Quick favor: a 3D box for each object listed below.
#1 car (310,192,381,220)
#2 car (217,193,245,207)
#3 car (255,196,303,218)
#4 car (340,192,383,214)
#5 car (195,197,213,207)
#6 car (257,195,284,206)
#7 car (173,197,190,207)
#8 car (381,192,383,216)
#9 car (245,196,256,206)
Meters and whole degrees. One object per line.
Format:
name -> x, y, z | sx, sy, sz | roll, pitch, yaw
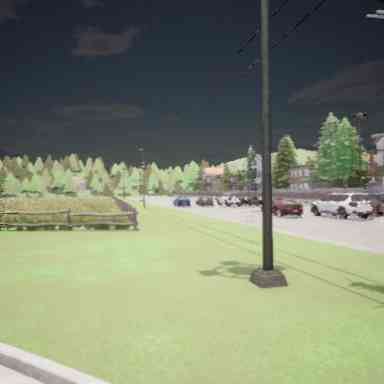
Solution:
car -> 12.030, 1.075, 27.081 | 2.150, 2.045, 5.566 | -1, 0, -15
car -> 5.597, 1.147, 50.953 | 2.150, 2.045, 5.566 | -1, 0, -15
car -> 7.787, 1.380, 29.386 | 1.882, 1.535, 5.008 | -1, 0, -15
car -> 17.631, 1.009, 33.197 | 2.150, 2.045, 5.566 | -1, 0, -15
car -> 1.891, 1.494, 51.265 | 1.812, 1.442, 4.674 | -1, 0, -15
car -> 12.360, 1.338, 52.767 | 2.128, 1.511, 4.902 | -1, 0, -15
car -> -1.637, 1.487, 50.909 | 1.882, 1.535, 5.008 | -1, 0, -15
car -> 14.879, 1.172, 29.968 | 2.097, 1.767, 4.553 | -1, 0, -15
car -> 8.980, 1.378, 51.861 | 2.128, 1.511, 4.902 | -1, 0, -15
